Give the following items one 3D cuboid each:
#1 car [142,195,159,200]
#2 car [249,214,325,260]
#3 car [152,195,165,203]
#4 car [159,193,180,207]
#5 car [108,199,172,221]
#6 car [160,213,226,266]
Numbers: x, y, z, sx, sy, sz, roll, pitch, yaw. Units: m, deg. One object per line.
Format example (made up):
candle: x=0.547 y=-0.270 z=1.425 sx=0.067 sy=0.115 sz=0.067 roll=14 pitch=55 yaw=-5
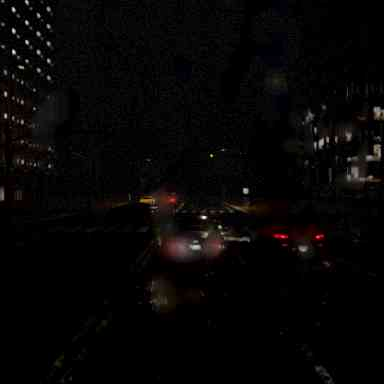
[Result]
car: x=-6.602 y=1.411 z=49.812 sx=1.882 sy=1.535 sz=5.008 roll=0 pitch=1 yaw=0
car: x=3.342 y=1.517 z=12.284 sx=1.812 sy=1.442 sz=4.674 roll=0 pitch=0 yaw=0
car: x=-6.562 y=1.370 z=65.531 sx=1.882 sy=1.535 sz=5.008 roll=0 pitch=0 yaw=0
car: x=-3.354 y=1.152 z=50.475 sx=2.150 sy=2.045 sz=5.566 roll=0 pitch=0 yaw=0
car: x=-4.538 y=1.518 z=27.119 sx=5.357 sy=1.411 sz=2.033 roll=1 pitch=1 yaw=38
car: x=0.093 y=1.539 z=11.485 sx=2.033 sy=1.411 sz=5.357 roll=0 pitch=0 yaw=0
